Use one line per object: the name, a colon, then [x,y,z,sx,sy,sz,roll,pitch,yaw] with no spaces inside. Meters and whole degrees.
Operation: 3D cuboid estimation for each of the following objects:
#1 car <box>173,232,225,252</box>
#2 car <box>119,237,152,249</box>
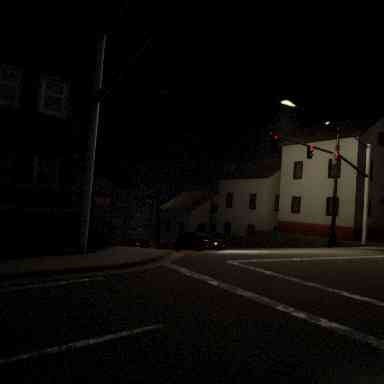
car: [0.424,3.526,23.647,1.994,1.385,4.181,6,-12,-35]
car: [-5.641,5.104,32.001,1.882,1.535,5.008,6,-16,-35]
